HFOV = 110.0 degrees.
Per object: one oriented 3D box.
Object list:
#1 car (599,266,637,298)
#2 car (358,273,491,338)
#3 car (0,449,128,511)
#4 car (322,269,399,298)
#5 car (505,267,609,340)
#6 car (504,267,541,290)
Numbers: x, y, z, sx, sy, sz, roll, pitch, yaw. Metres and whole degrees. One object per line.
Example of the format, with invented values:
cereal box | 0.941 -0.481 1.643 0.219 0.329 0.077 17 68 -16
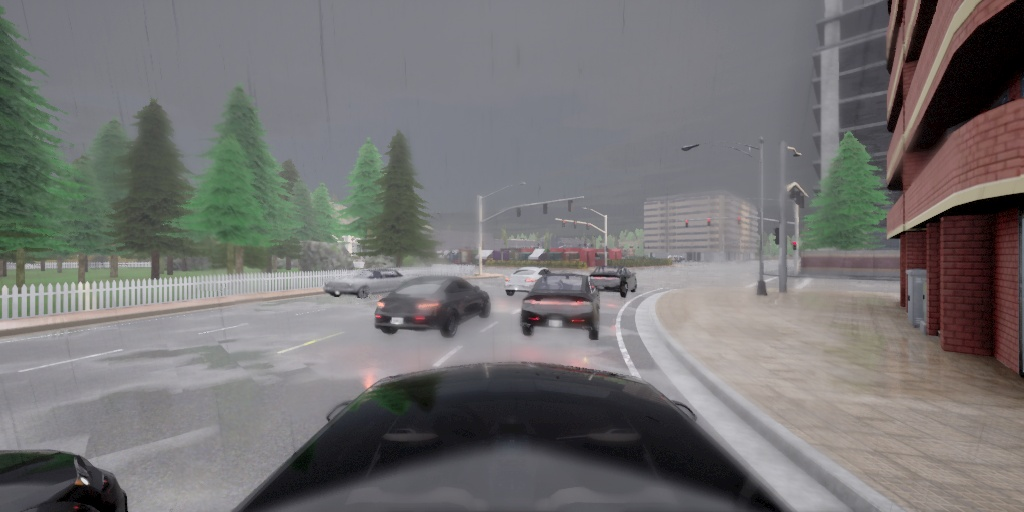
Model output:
car | 5.285 1.242 18.723 2.128 1.511 4.902 0 0 28
car | -2.017 1.276 10.215 1.812 1.442 4.674 0 0 13
car | -3.170 1.314 0.306 1.994 1.385 4.181 0 0 -3
car | -7.037 1.351 18.191 1.895 1.301 4.718 0 0 22
car | 1.530 1.242 10.094 2.128 1.511 4.902 0 0 14
car | 1.208 1.276 18.723 1.812 1.442 4.674 0 0 26
